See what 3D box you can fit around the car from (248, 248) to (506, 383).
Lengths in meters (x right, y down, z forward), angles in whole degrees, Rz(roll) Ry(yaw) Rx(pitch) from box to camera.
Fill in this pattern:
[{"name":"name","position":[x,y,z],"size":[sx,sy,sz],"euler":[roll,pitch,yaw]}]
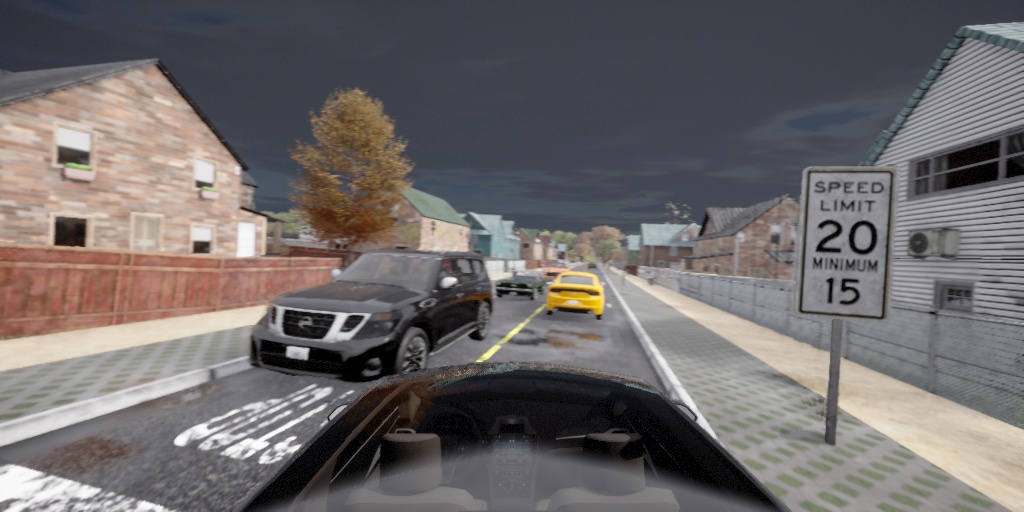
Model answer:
[{"name":"car","position":[-1.968,0.866,7.051],"size":[2.150,2.045,5.566],"euler":[3,0,13]}]

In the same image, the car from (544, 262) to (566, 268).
[{"name":"car","position":[4.016,1.328,32.698],"size":[2.097,1.767,4.553],"euler":[3,0,13]}]

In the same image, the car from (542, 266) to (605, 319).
[{"name":"car","position":[2.540,1.373,13.931],"size":[1.882,1.535,5.008],"euler":[3,0,13]}]

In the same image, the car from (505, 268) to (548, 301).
[{"name":"car","position":[0.563,1.387,18.022],"size":[1.895,1.301,4.718],"euler":[3,0,13]}]
